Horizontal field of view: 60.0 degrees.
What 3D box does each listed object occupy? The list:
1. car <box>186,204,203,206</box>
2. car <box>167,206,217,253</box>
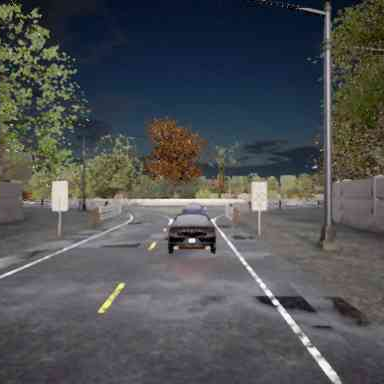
[{"bbox_3d":[0.237,1.751,29.336,1.882,1.535,5.008,0,0,6],"label":"car"},{"bbox_3d":[0.013,1.613,14.484,1.882,1.535,5.008,0,0,0],"label":"car"}]
